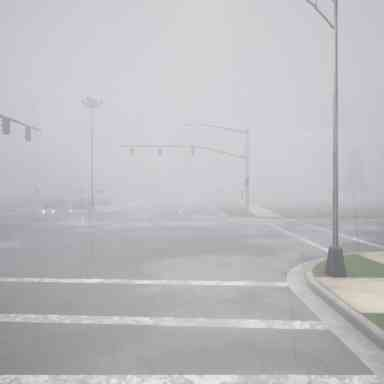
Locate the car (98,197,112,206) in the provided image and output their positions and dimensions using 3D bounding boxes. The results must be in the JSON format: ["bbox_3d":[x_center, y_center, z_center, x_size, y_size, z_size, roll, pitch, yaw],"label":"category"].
[{"bbox_3d":[-14.337,1.564,53.368,1.994,1.385,4.181,0,0,2],"label":"car"}]

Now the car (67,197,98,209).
[{"bbox_3d":[-14.506,1.505,44.325,1.837,1.490,4.892,0,0,1],"label":"car"}]

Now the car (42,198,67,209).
[{"bbox_3d":[-18.007,1.547,44.397,2.033,1.411,5.357,0,0,1],"label":"car"}]

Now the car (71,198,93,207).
[{"bbox_3d":[-17.842,1.601,53.980,1.895,1.301,4.718,0,0,1],"label":"car"}]
